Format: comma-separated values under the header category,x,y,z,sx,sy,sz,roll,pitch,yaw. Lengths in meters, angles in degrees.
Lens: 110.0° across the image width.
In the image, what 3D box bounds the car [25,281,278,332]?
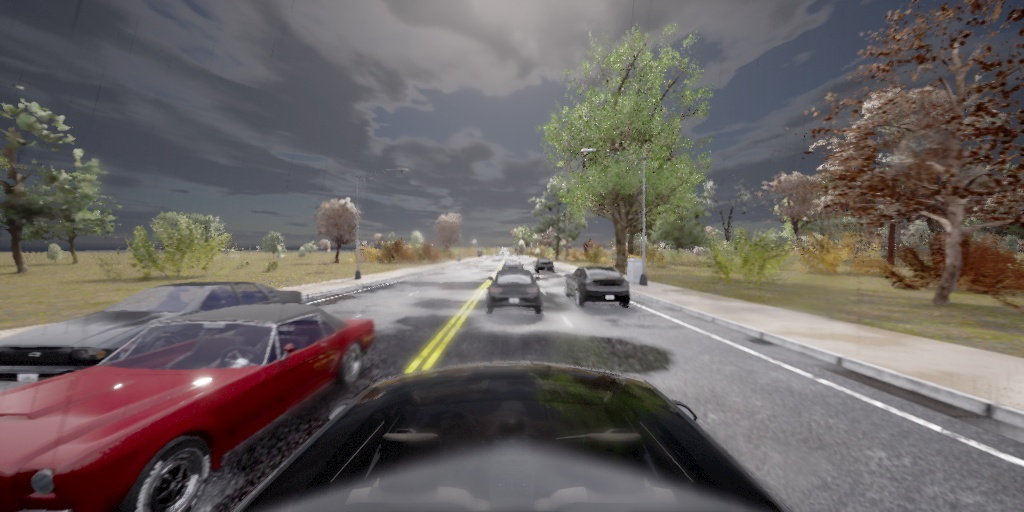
category,x,y,z,sx,sy,sz,roll,pitch,yaw
car,-6.575,1.252,7.536,2.033,1.411,5.357,0,0,0

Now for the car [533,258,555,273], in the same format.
category,x,y,z,sx,sy,sz,roll,pitch,yaw
car,3.318,0.954,37.366,1.837,1.490,4.892,0,0,0

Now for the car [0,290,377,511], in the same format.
category,x,y,z,sx,sy,sz,roll,pitch,yaw
car,-3.337,1.332,4.149,1.895,1.301,4.718,0,0,0

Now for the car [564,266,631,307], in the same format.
category,x,y,z,sx,sy,sz,roll,pitch,yaw
car,3.344,1.149,14.674,1.837,1.490,4.892,0,0,0

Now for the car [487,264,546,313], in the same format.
category,x,y,z,sx,sy,sz,roll,pitch,yaw
car,0.082,1.182,13.261,1.812,1.442,4.674,0,0,0

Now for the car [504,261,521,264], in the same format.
category,x,y,z,sx,sy,sz,roll,pitch,yaw
car,0.078,1.090,32.829,1.895,1.301,4.718,0,0,0
